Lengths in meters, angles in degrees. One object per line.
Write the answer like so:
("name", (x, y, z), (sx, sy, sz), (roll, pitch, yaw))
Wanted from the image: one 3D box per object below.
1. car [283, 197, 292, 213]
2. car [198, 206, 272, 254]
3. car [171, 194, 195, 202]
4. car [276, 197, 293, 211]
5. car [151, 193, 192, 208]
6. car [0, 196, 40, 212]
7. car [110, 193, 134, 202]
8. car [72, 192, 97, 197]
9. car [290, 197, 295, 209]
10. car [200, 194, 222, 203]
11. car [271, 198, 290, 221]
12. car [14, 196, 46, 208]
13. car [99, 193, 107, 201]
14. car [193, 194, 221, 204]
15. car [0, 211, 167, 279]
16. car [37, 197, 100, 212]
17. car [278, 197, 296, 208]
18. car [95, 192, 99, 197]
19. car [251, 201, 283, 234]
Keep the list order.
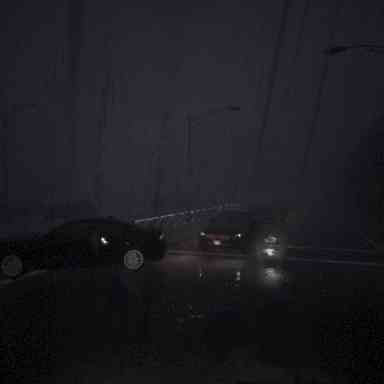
("car", (7.824, 1.487, 30.461), (1.837, 1.490, 4.892), (0, 0, 19))
("car", (1.851, 1.514, 13.856), (1.812, 1.442, 4.674), (0, 0, 25))
("car", (-1.939, 1.259, 68.659), (4.514, 1.523, 2.007), (0, 0, 19))
("car", (11.762, 1.484, 42.047), (1.837, 1.490, 4.892), (0, 0, 19))
("car", (-2.864, 1.075, 41.745), (4.605, 1.855, 1.932), (0, 0, 19))
("car", (-15.041, 1.356, 29.404), (3.806, 1.475, 1.970), (0, 0, 19))
("car", (-13.651, 1.047, 65.308), (4.605, 1.855, 1.932), (0, 0, 19))
("car", (-18.333, 1.250, 53.743), (4.514, 1.523, 2.007), (0, 0, 19))
("car", (9.877, 1.545, 36.495), (1.994, 1.385, 4.181), (0, 0, 19))
("car", (3.556, 1.203, 62.923), (3.806, 1.475, 1.970), (0, 0, 19))
("car", (5.934, 1.475, 24.902), (2.128, 1.511, 4.902), (0, 0, 19))
("car", (-21.589, 1.274, 44.296), (3.633, 1.501, 1.845), (0, 0, 19))
("car", (-20.043, 1.015, 70.952), (3.866, 1.878, 1.905), (0, 0, 19))
("car", (1.798, 1.127, 56.743), (5.027, 1.636, 2.152), (0, 0, 19))
("car", (-3.261, 1.475, 9.843), (5.008, 1.535, 1.882), (0, 0, -15))
("car", (-8.974, 1.356, 24.194), (3.633, 1.501, 1.845), (0, 0, 19))
("car", (13.656, 1.469, 47.619), (2.128, 1.511, 4.902), (0, 0, 19))
("car", (-21.692, 1.299, 68.001), (3.806, 1.475, 1.970), (0, 0, 19))
("car", (4.010, 1.490, 19.260), (1.837, 1.490, 4.892), (0, 0, 19))
